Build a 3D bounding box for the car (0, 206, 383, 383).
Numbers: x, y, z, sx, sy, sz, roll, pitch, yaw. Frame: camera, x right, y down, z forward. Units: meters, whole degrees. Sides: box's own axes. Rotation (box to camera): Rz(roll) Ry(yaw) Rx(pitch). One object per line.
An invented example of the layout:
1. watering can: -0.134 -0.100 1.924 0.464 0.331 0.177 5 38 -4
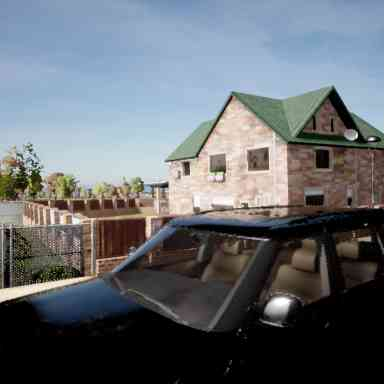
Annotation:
1. car: 0.606 1.220 3.506 5.566 2.045 2.150 0 0 -36
